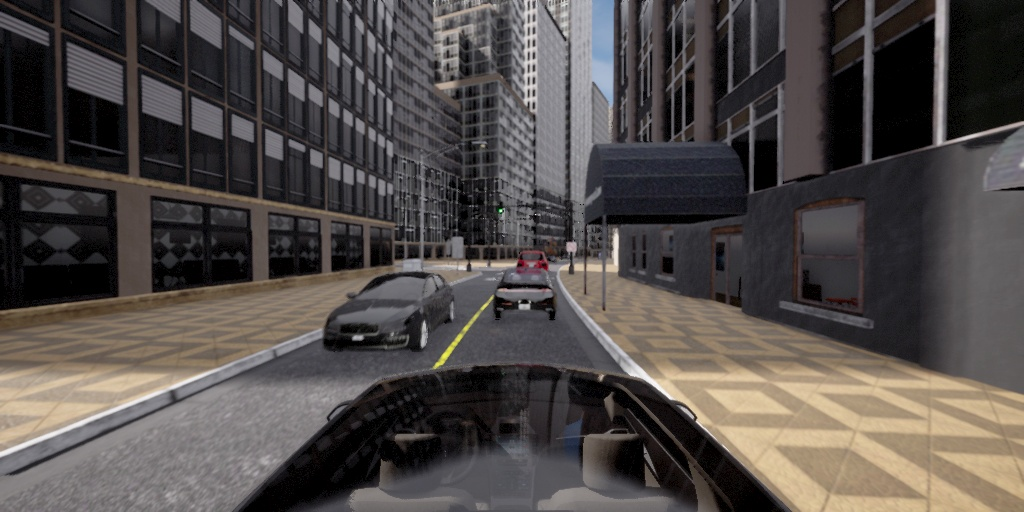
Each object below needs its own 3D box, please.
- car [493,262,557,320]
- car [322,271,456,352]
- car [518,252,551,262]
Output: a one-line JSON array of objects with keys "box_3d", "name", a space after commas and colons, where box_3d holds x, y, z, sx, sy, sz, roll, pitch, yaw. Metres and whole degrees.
[{"box_3d": [0.465, 1.121, 12.047, 2.128, 1.511, 4.902, 0, 1, 3], "name": "car"}, {"box_3d": [-2.630, 1.167, 8.762, 1.837, 1.490, 4.892, 0, 1, 2], "name": "car"}, {"box_3d": [1.547, 0.699, 25.714, 2.150, 2.045, 5.566, 0, 1, 6], "name": "car"}]
